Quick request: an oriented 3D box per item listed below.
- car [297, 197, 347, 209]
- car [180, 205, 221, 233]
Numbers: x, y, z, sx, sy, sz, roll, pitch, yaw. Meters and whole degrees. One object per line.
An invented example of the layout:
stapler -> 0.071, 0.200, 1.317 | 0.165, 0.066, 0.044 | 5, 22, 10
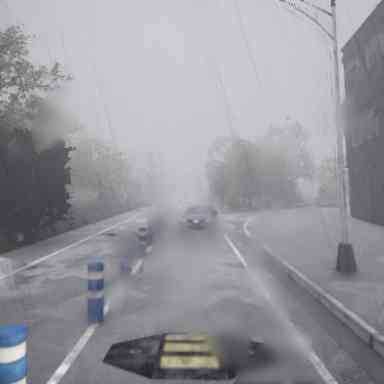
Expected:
car -> 13.850, 1.213, 35.498 | 5.357, 1.411, 2.033 | -1, -6, -19
car -> 0.538, 1.415, 18.662 | 2.033, 1.411, 5.357 | -1, 1, 8
